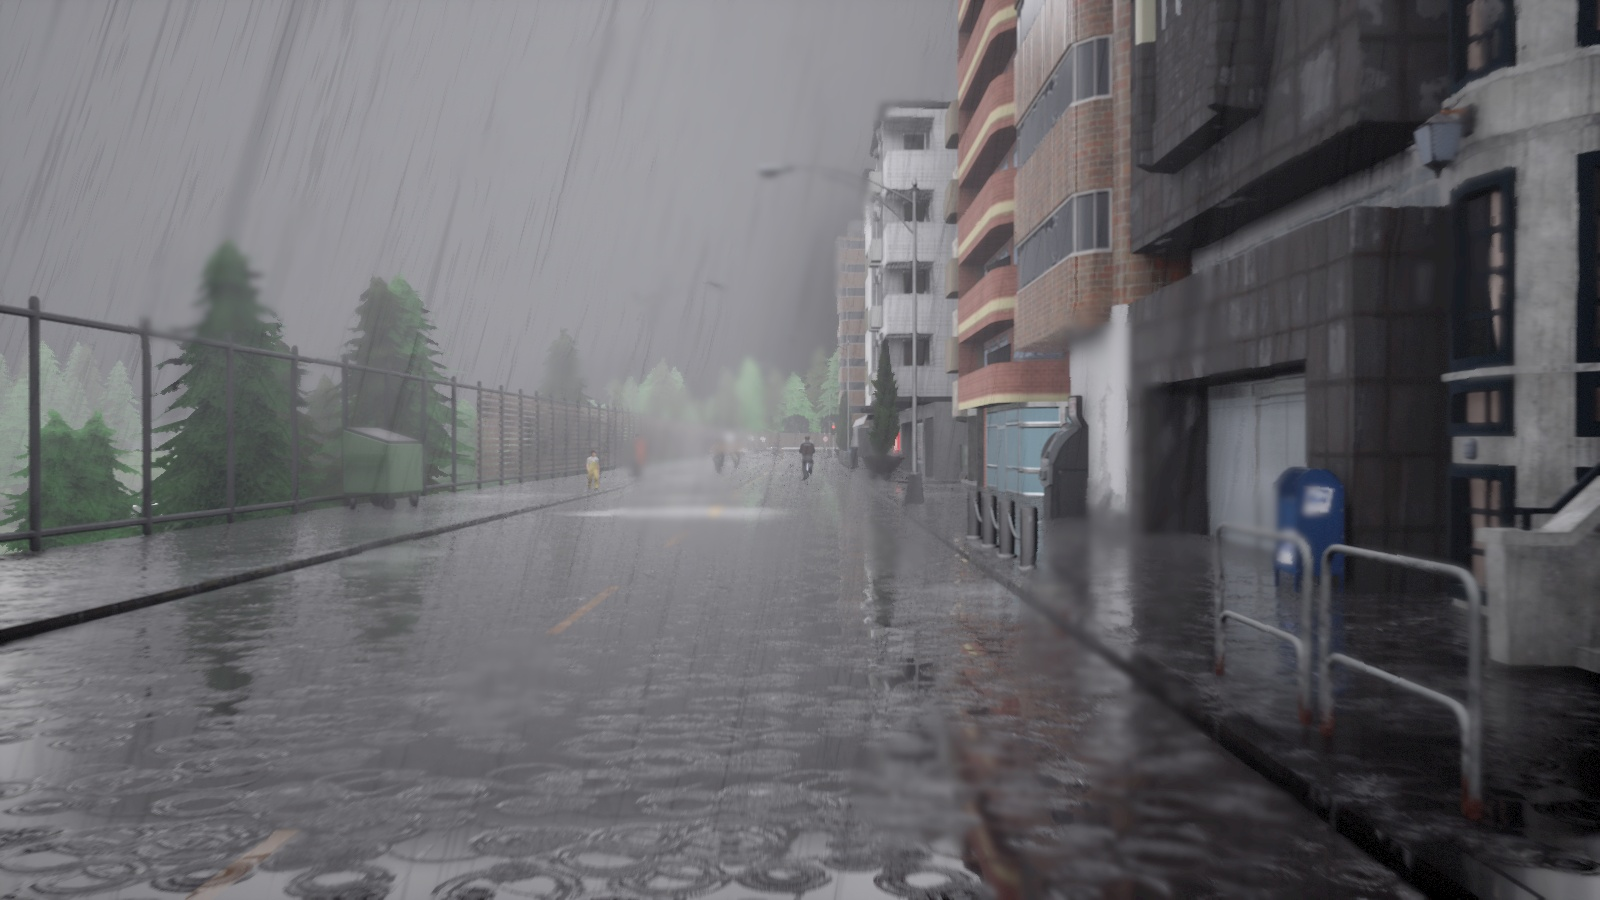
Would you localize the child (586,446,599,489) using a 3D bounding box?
[{"bbox_3d":[-6.161,0.521,37.289,0.270,1.263,0.437,0,0,-22],"label":"child"}]
